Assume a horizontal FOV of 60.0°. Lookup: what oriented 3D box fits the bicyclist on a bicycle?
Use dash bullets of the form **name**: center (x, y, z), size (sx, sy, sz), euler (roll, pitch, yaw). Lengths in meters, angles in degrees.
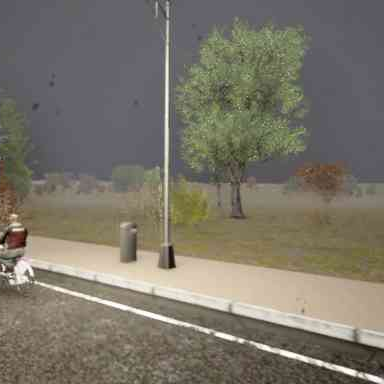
- **bicyclist on a bicycle**: center (-4.094, 1.373, 7.490), size (1.843, 1.776, 0.659), euler (0, 0, 35)
